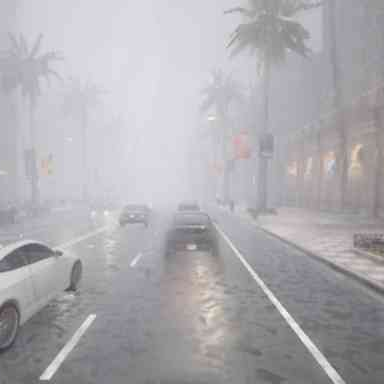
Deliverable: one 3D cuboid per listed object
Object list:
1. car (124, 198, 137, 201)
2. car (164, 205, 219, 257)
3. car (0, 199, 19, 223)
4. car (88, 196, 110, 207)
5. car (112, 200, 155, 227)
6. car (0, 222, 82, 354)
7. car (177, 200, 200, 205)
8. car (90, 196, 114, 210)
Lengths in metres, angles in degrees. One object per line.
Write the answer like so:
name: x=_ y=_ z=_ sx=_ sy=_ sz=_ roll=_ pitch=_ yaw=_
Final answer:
car: x=-7.768 y=1.487 z=42.191 sx=1.812 sy=1.442 sz=4.674 roll=0 pitch=0 yaw=-1
car: x=-0.023 y=1.480 z=12.811 sx=1.837 sy=1.490 sz=4.892 roll=0 pitch=0 yaw=0
car: x=-13.856 y=1.385 z=22.699 sx=2.185 sy=1.767 sz=4.553 roll=0 pitch=0 yaw=-1
car: x=-14.486 y=1.459 z=52.068 sx=2.231 sy=1.521 sz=4.892 roll=0 pitch=0 yaw=-1
car: x=-3.698 y=1.524 z=22.824 sx=2.033 sy=1.411 sz=5.357 roll=0 pitch=0 yaw=-1
car: x=-3.496 y=1.533 z=5.977 sx=1.812 sy=1.442 sz=4.674 roll=0 pitch=0 yaw=0
car: x=-0.310 y=1.424 z=29.288 sx=1.882 sy=1.535 sz=5.008 roll=0 pitch=0 yaw=-1
car: x=-11.269 y=1.331 z=42.262 sx=2.097 sy=1.767 sz=4.553 roll=0 pitch=0 yaw=-1
